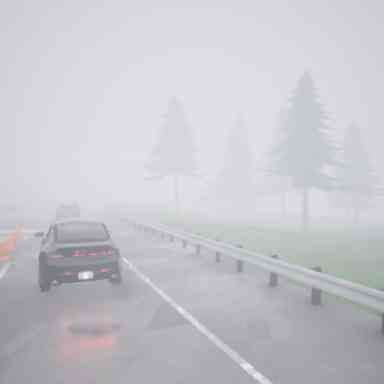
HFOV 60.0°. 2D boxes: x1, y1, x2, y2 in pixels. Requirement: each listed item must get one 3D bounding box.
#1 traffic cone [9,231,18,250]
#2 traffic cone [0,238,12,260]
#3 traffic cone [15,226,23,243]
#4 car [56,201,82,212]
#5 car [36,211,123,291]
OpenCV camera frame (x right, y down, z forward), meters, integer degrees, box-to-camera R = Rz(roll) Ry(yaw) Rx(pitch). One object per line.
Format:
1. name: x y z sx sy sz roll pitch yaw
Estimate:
1. traffic cone: -7.148 1.962 13.079 0.340 0.580 0.340 0 0 -23
2. traffic cone: -6.375 1.960 11.234 0.340 0.580 0.340 0 0 -23
3. traffic cone: -7.921 1.963 14.923 0.340 0.580 0.340 0 0 -23
4. car: -10.350 1.514 27.992 2.128 1.511 4.902 0 0 -19
5. car: -3.190 1.513 9.258 1.837 1.490 4.892 0 0 -23
